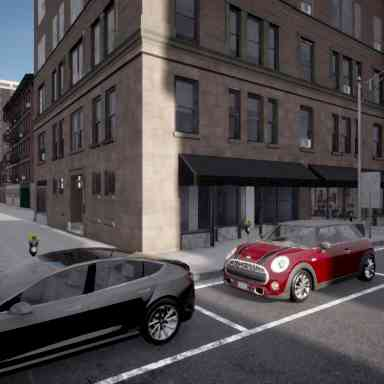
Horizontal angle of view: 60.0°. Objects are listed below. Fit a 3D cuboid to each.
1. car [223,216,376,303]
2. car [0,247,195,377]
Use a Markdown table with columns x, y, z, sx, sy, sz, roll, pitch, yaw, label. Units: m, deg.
| x | y | z | sx | sy | sz | roll | pitch | yaw | label |
| --- | --- | --- | --- | --- | --- | --- | --- | --- | --- |
| 2.675 | 1.440 | 8.147 | 4.097 | 1.590 | 1.967 | 0 | 0 | -36 | car |
| -1.929 | 1.566 | 4.816 | 4.313 | 1.339 | 1.947 | 0 | 0 | -36 | car |
